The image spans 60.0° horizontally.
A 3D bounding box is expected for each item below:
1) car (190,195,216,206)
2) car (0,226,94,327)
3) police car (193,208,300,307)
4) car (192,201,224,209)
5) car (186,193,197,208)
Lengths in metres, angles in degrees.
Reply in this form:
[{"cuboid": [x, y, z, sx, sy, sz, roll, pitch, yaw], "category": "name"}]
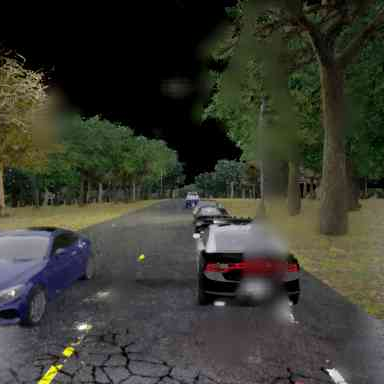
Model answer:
[{"cuboid": [1.092, 1.325, 24.062, 2.097, 1.767, 4.553, 0, 0, 0], "category": "car"}, {"cuboid": [-3.486, 1.526, 7.139, 1.812, 1.442, 4.674, 0, 0, 0], "category": "car"}, {"cuboid": [1.065, 1.425, 8.198, 1.930, 1.638, 5.238, 0, 0, 0], "category": "police car"}, {"cuboid": [1.082, 1.465, 18.091, 1.882, 1.535, 5.008, 0, 0, 0], "category": "car"}, {"cuboid": [0.124, 1.360, 46.876, 1.882, 1.535, 5.008, 0, 0, 1], "category": "car"}]
